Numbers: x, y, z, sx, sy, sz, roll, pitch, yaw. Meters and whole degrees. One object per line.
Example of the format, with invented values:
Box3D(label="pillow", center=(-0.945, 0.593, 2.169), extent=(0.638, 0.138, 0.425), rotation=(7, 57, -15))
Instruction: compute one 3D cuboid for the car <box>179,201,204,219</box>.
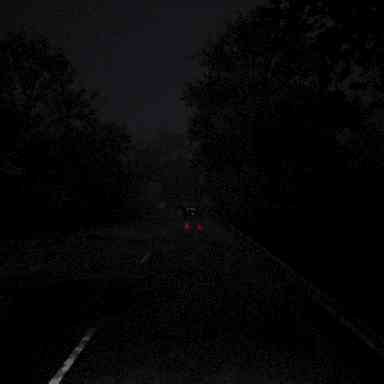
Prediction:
Box3D(label="car", center=(0.092, 1.798, 32.288), extent=(2.128, 1.511, 4.902), rotation=(0, -1, 0))

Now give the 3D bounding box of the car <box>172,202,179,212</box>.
Box3D(label="car", center=(-1.363, 2.020, 46.402), extent=(1.882, 1.535, 5.008), rotation=(1, -1, -19))
